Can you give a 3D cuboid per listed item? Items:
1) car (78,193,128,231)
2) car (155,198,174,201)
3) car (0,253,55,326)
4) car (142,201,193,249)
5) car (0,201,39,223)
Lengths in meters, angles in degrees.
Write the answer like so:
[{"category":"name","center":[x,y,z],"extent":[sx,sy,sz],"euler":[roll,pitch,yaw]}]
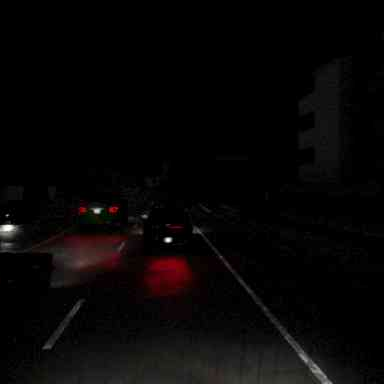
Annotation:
[{"category":"car","center":[-5.029,1.045,19.414],"extent":[2.150,2.045,5.566],"euler":[0,1,-5]},{"category":"car","center":[-2.132,1.238,25.578],"extent":[2.128,1.511,4.902],"euler":[0,1,-6]},{"category":"car","center":[-3.759,1.564,5.156],"extent":[1.895,1.301,4.718],"euler":[0,1,-5]},{"category":"car","center":[-1.018,1.367,13.884],"extent":[1.837,1.490,4.892],"euler":[0,1,-5]},{"category":"car","center":[-12.573,1.363,23.569],"extent":[2.033,1.411,5.357],"euler":[0,1,-6]}]
